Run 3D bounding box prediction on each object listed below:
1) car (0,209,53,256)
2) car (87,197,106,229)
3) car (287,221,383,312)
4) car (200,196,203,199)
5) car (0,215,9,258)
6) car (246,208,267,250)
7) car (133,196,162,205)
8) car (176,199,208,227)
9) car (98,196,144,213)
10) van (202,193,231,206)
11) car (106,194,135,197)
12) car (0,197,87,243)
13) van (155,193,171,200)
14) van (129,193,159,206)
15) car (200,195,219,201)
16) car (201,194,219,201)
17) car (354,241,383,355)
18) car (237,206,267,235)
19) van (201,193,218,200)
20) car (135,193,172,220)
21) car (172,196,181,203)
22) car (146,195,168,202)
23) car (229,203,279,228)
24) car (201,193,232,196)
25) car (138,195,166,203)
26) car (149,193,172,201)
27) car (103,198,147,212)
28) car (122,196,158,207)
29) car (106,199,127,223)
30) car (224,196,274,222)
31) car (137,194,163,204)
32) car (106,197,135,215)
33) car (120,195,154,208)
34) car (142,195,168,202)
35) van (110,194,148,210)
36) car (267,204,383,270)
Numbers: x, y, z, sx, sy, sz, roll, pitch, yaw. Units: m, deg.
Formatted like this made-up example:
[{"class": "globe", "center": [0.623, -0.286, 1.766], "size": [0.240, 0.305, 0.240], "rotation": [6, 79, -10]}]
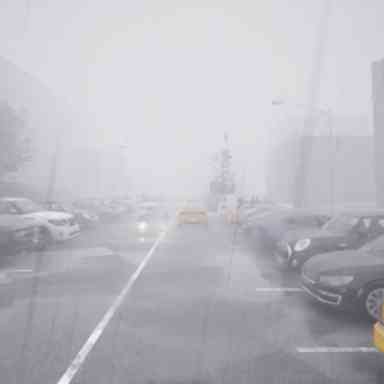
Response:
[{"class": "car", "center": [-7.669, 1.472, 11.055], "size": [5.008, 1.535, 2.097], "rotation": [0, 0, 0]}, {"class": "car", "center": [-7.724, 1.343, 19.312], "size": [4.553, 1.767, 2.185], "rotation": [0, 0, 0]}, {"class": "car", "center": [4.671, 1.479, 6.497], "size": [4.892, 1.521, 2.231], "rotation": [0, 0, 0]}, {"class": "car", "center": [0.010, 1.547, 41.033], "size": [1.994, 1.385, 4.181], "rotation": [0, 0, 0]}, {"class": "car", "center": [-7.675, 1.475, 8.263], "size": [4.892, 1.521, 2.231], "rotation": [0, 0, 0]}, {"class": "car", "center": [4.682, 1.505, 12.248], "size": [4.792, 1.488, 2.163], "rotation": [0, 0, 0]}, {"class": "car", "center": [-7.771, 1.454, 58.548], "size": [4.892, 1.521, 2.231], "rotation": [0, 0, 0]}, {"class": "car", "center": [0.051, 1.467, 22.671], "size": [1.882, 1.535, 5.008], "rotation": [0, 0, 0]}, {"class": "car", "center": [-7.698, 1.337, 36.199], "size": [4.553, 1.767, 2.185], "rotation": [0, 0, 0]}, {"class": "van", "center": [4.657, 1.228, 64.441], "size": [4.442, 1.987, 1.878], "rotation": [0, 0, 0]}, {"class": "car", "center": [-7.751, 1.212, 33.404], "size": [5.566, 2.045, 2.435], "rotation": [0, 0, 0]}, {"class": "car", "center": [-7.653, 1.220, 13.850], "size": [5.566, 2.045, 2.435], "rotation": [0, 0, 0]}, {"class": "van", "center": [-7.966, 1.280, 92.046], "size": [4.442, 1.987, 1.878], "rotation": [0, -1, 0]}, {"class": "van", "center": [-7.648, 1.229, 52.961], "size": [4.442, 1.987, 1.878], "rotation": [0, 0, 0]}, {"class": "car", "center": [4.497, 1.450, 86.770], "size": [5.008, 1.535, 2.097], "rotation": [0, 0, 0]}, {"class": "car", "center": [4.467, 1.320, 83.981], "size": [4.553, 1.767, 2.185], "rotation": [0, 0, 0]}, {"class": "car", "center": [4.856, 1.476, 3.434], "size": [5.366, 1.575, 1.946], "rotation": [0, 0, 0]}, {"class": "car", "center": [4.643, 1.514, 15.187], "size": [4.674, 1.452, 2.002], "rotation": [0, 0, 0]}, {"class": "van", "center": [4.603, 1.246, 89.547], "size": [4.442, 1.987, 1.878], "rotation": [0, -1, 0]}, {"class": "car", "center": [-3.160, 1.208, 28.375], "size": [2.150, 2.045, 5.566], "rotation": [0, 0, 0]}, {"class": "car", "center": [-3.151, 1.508, 69.674], "size": [2.033, 1.411, 5.357], "rotation": [0, 0, 0]}, {"class": "car", "center": [-7.843, 1.476, 75.310], "size": [4.792, 1.488, 2.163], "rotation": [0, 0, 0]}, {"class": "car", "center": [4.637, 1.513, 18.249], "size": [4.674, 1.452, 2.002], "rotation": [0, 0, 0]}, {"class": "car", "center": [4.563, 1.202, 67.232], "size": [5.566, 2.045, 2.435], "rotation": [0, 0, 0]}, {"class": "car", "center": [-7.981, 1.446, 66.928], "size": [5.366, 1.575, 1.946], "rotation": [0, 0, 0]}, {"class": "car", "center": [-7.803, 1.191, 83.690], "size": [5.566, 2.045, 2.435], "rotation": [0, 0, 0]}, {"class": "car", "center": [-7.763, 1.491, 38.990], "size": [4.792, 1.488, 2.163], "rotation": [0, 0, 0]}, {"class": "car", "center": [-7.754, 1.456, 50.042], "size": [5.008, 1.535, 2.097], "rotation": [0, 0, 0]}, {"class": "car", "center": [-7.675, 1.496, 25.022], "size": [4.792, 1.488, 2.163], "rotation": [0, 0, 0]}, {"class": "car", "center": [4.602, 1.346, 21.188], "size": [4.553, 1.767, 2.185], "rotation": [0, 0, 0]}, {"class": "car", "center": [-7.751, 1.326, 61.340], "size": [4.553, 1.767, 2.185], "rotation": [0, 0, 0]}, {"class": "car", "center": [-7.746, 1.494, 30.612], "size": [4.792, 1.488, 2.163], "rotation": [0, 0, 0]}, {"class": "car", "center": [-7.784, 1.332, 47.372], "size": [4.553, 1.767, 2.185], "rotation": [0, 0, 0]}, {"class": "car", "center": [-7.993, 1.444, 72.516], "size": [5.366, 1.575, 1.946], "rotation": [0, 0, 0]}, {"class": "van", "center": [-7.858, 1.234, 41.786], "size": [4.442, 1.987, 1.878], "rotation": [0, 0, 0]}, {"class": "car", "center": [4.690, 1.351, 9.309], "size": [4.553, 1.767, 2.185], "rotation": [0, 0, 0]}]
